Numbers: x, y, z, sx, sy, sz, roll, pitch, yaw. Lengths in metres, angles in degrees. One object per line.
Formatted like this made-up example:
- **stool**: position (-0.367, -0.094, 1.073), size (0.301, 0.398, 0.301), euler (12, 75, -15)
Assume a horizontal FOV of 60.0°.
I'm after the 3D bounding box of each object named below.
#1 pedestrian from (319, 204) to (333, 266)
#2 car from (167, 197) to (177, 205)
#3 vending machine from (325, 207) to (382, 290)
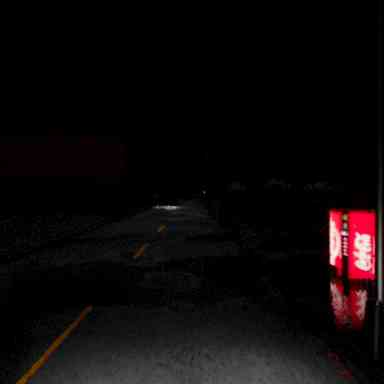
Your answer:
- **pedestrian**: position (4.097, 1.239, 9.868), size (0.375, 1.860, 0.375), euler (0, 0, 0)
- **car**: position (-3.915, 1.818, 65.931), size (2.128, 1.511, 4.902), euler (0, 0, 0)
- **vending machine**: position (4.303, 1.460, 8.929), size (1.100, 2.100, 0.880), euler (0, 0, 0)
